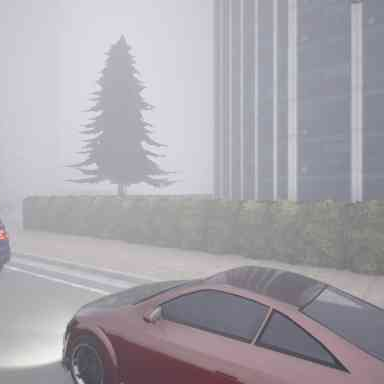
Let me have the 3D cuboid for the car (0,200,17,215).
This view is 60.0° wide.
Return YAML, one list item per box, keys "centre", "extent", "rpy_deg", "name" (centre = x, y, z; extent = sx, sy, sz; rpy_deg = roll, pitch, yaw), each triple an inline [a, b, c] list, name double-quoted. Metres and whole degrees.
- centre: [-20.375, 1.560, 33.237]
  extent: [1.837, 1.490, 4.892]
  rpy_deg: [0, 0, 35]
  name: "car"

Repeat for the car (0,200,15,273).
- centre: [-7.160, 1.221, 9.062]
  extent: [5.566, 2.045, 2.150]
  rpy_deg: [0, 0, 35]
  name: "car"

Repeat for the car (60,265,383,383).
- centre: [0.451, 1.564, 3.671]
  extent: [4.181, 1.385, 1.994]
  rpy_deg: [0, 0, 35]
  name: "car"
